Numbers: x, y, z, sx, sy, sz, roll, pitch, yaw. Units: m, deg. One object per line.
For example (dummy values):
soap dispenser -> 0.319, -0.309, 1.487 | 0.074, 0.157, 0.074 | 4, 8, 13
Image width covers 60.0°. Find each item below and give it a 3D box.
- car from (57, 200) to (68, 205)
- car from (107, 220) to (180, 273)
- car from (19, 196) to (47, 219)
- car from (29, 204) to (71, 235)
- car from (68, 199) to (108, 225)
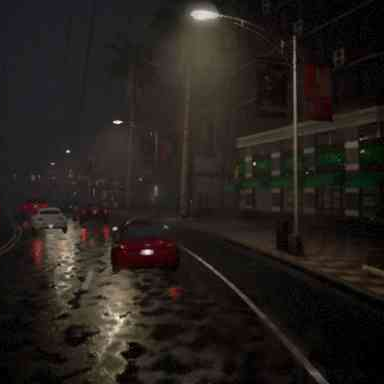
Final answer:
car -> -13.292, 1.593, 35.716 | 2.097, 1.767, 4.553 | 0, 0, -30
car -> -1.666, 1.626, 11.031 | 1.994, 1.385, 4.181 | 0, 0, -13
car -> -15.590, 1.460, 32.724 | 2.150, 2.045, 5.566 | 0, 0, -30
car -> -8.688, 1.669, 20.155 | 1.812, 1.442, 4.674 | 0, -1, -26
car -> -8.115, 1.520, 26.237 | 2.097, 1.767, 4.553 | 0, 0, -28
